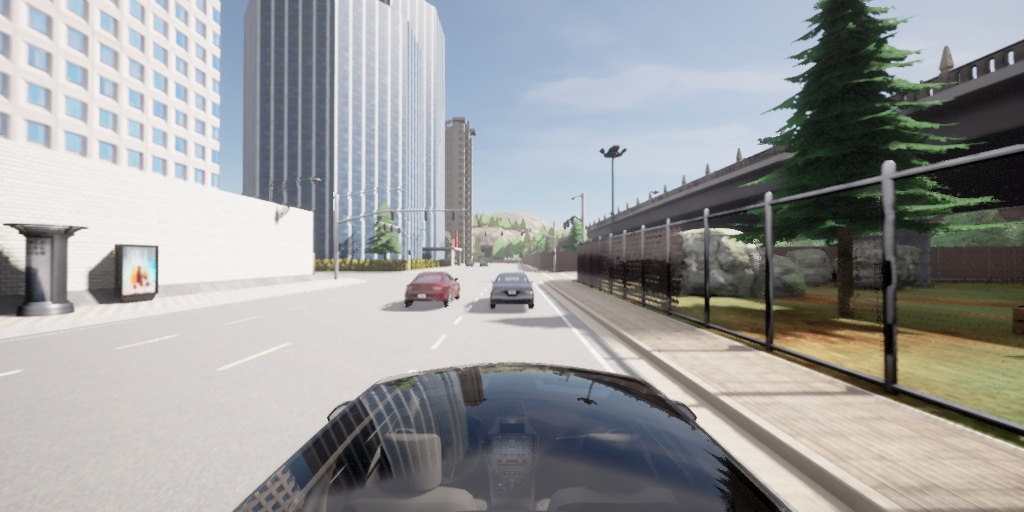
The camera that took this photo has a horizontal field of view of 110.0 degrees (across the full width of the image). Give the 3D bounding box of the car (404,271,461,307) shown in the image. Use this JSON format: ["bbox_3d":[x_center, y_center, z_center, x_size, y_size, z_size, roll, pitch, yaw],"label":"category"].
[{"bbox_3d":[-3.495,1.412,16.235,1.812,1.442,4.674,0,0,0],"label":"car"}]

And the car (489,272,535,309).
[{"bbox_3d":[0.002,1.430,15.838,2.033,1.411,5.357,0,-1,0],"label":"car"}]
